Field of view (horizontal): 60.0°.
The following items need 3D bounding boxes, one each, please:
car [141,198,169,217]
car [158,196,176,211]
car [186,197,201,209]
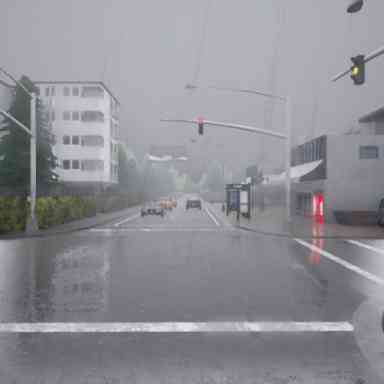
[{"bbox_3d":[-3.522,1.550,30.989,1.994,1.385,4.181,0,0,0],"label":"car"},{"bbox_3d":[-3.490,1.334,40.690,2.097,1.767,4.553,0,0,0],"label":"car"},{"bbox_3d":[0.217,1.457,45.204,1.882,1.535,5.008,0,0,0],"label":"car"}]
